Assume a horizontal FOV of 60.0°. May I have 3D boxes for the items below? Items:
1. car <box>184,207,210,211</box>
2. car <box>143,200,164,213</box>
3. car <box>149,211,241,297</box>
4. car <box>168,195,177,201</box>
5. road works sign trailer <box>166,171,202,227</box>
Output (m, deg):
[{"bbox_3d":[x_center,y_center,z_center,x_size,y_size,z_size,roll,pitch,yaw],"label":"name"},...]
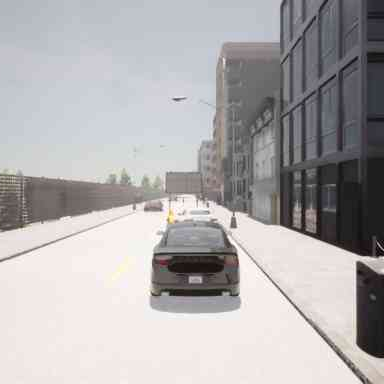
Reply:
[{"bbox_3d":[0.246,1.542,17.994,1.812,1.442,4.674,0,-1,-6],"label":"car"},{"bbox_3d":[-4.255,1.564,37.627,1.994,1.385,4.181,0,0,0],"label":"car"},{"bbox_3d":[0.063,1.478,8.650,1.882,1.535,5.008,0,0,0],"label":"car"},{"bbox_3d":[-4.311,1.491,75.663,2.128,1.511,4.902,0,0,0],"label":"car"},{"bbox_3d":[-0.571,0.464,21.511,2.380,3.560,2.880,0,0,-16],"label":"road works sign trailer"}]
